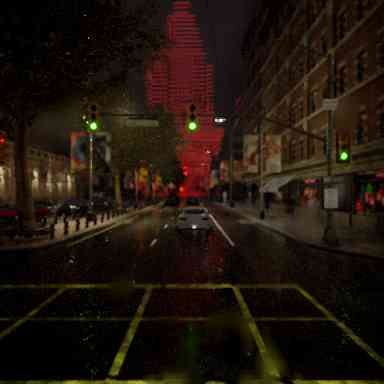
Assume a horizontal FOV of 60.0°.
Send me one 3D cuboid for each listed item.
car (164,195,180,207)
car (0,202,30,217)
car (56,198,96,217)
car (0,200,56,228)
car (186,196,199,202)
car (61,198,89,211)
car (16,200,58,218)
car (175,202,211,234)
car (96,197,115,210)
[{"bbox_3d":[-3.442,1.672,53.517,1.994,1.385,4.181,0,0,0],"label":"car"},{"bbox_3d":[-18.214,1.660,33.042,1.895,1.301,4.718,0,0,0],"label":"car"},{"bbox_3d":[-11.484,1.613,32.730,2.033,1.411,5.357,0,0,1],"label":"car"},{"bbox_3d":[-11.559,1.523,22.917,1.882,1.535,5.008,0,0,0],"label":"car"},{"bbox_3d":[0.058,1.460,53.133,2.097,1.767,4.553,0,0,0],"label":"car"},{"bbox_3d":[-14.954,1.563,42.922,1.882,1.535,5.008,0,0,0],"label":"car"},{"bbox_3d":[-14.980,1.569,32.508,1.837,1.490,4.892,0,0,1],"label":"car"},{"bbox_3d":[0.121,1.565,19.484,1.812,1.442,4.674,0,0,0],"label":"car"},{"bbox_3d":[-11.453,1.438,42.951,2.097,1.767,4.553,0,0,0],"label":"car"}]
